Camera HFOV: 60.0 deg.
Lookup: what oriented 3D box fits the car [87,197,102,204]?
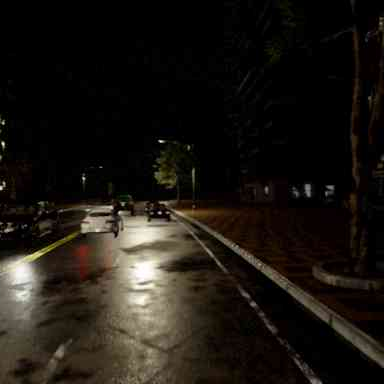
[{"bbox_3d":[-16.604,1.508,56.861,2.097,1.767,4.553,-1,0,-5],"label":"car"}]

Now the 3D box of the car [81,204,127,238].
[{"bbox_3d":[-4.904,1.652,18.533,1.812,1.442,4.674,-1,0,-7],"label":"car"}]

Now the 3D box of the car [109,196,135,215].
[{"bbox_3d":[-7.537,1.437,37.022,2.150,2.045,5.566,-1,0,-8],"label":"car"}]

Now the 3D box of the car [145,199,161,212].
[{"bbox_3d":[-4.984,1.703,42.343,1.812,1.442,4.674,-1,0,-8],"label":"car"}]

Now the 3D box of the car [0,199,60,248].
[{"bbox_3d":[-8.065,1.403,15.975,2.150,2.045,5.566,-1,0,-7],"label":"car"}]

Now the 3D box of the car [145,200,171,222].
[{"bbox_3d":[-2.850,1.652,27.715,2.033,1.411,5.357,-1,0,-9],"label":"car"}]
